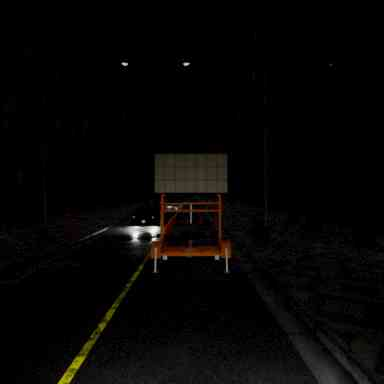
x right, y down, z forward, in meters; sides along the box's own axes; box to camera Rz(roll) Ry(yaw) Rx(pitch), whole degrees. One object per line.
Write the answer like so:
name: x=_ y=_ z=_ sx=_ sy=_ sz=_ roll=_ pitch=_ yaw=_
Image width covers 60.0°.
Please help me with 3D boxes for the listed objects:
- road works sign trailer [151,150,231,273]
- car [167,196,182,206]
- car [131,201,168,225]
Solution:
road works sign trailer: x=-0.029 y=0.467 z=10.668 sx=2.380 sy=3.560 sz=2.880 roll=0 pitch=0 yaw=0
car: x=-3.170 y=1.632 z=55.398 sx=1.994 sy=1.385 sz=4.181 roll=0 pitch=0 yaw=0
car: x=-3.172 y=1.558 z=24.409 sx=2.033 sy=1.411 sz=5.357 roll=0 pitch=0 yaw=0
